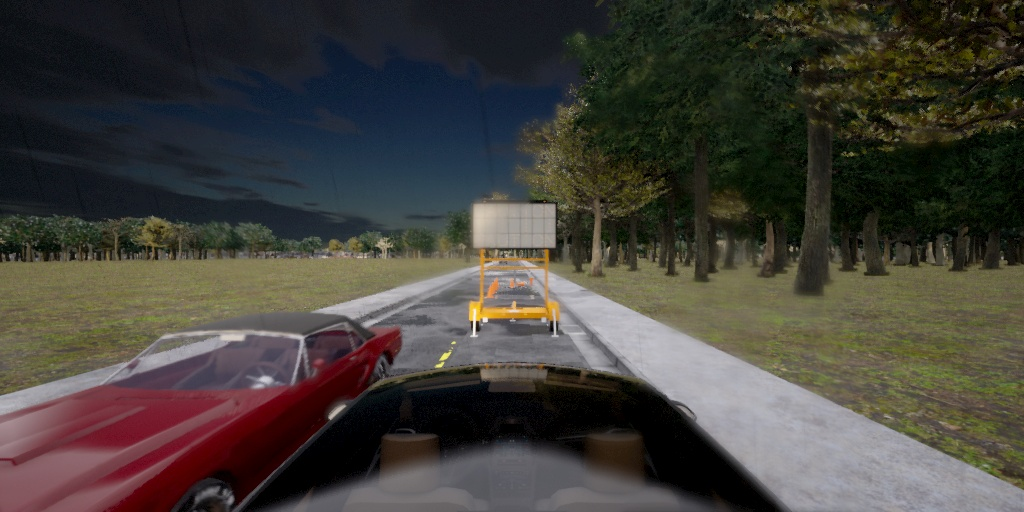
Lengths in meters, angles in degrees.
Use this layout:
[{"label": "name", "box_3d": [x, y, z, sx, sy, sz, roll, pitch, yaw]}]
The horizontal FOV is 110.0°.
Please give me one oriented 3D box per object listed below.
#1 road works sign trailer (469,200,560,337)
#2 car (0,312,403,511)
[{"label": "road works sign trailer", "box_3d": [0.074, 0.214, 10.245, 2.380, 3.560, 2.880, 0, 0, 0]}, {"label": "car", "box_3d": [-2.727, 1.351, 3.636, 1.895, 1.301, 4.718, 0, 0, 0]}]
